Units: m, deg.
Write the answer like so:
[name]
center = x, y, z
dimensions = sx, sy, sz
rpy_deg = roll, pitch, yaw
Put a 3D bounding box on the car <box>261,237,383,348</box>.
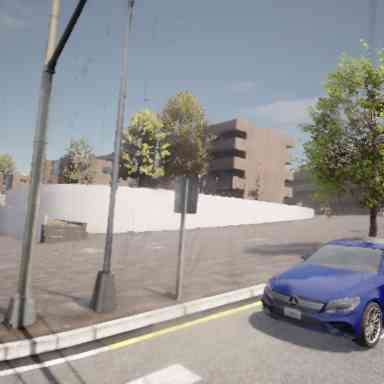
[car]
center = 3.404, 1.698, 6.740
dimensions = 4.674, 1.442, 1.812
rpy_deg = 1, -2, -39
